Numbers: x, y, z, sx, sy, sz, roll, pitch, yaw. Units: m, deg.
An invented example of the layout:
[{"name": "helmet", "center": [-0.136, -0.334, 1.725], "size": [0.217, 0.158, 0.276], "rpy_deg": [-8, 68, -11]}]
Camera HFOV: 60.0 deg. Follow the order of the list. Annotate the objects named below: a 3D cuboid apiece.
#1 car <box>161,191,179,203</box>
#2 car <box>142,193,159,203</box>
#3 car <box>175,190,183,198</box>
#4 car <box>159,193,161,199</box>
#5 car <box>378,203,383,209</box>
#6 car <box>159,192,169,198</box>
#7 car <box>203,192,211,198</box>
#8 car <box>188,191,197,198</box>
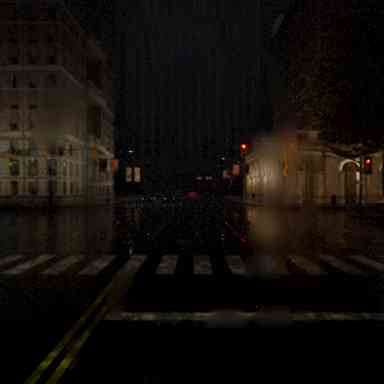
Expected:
[{"name": "car", "center": [-3.596, 0.969, 54.867], "size": [1.837, 1.490, 4.892], "rpy_deg": [0, 1, 1]}, {"name": "car", "center": [-7.098, 0.969, 54.886], "size": [1.837, 1.490, 4.892], "rpy_deg": [0, 1, 0]}, {"name": "car", "center": [-3.519, 0.899, 66.318], "size": [2.033, 1.411, 5.357], "rpy_deg": [0, 1, 1]}, {"name": "car", "center": [-6.988, 0.894, 68.499], "size": [1.994, 1.385, 4.181], "rpy_deg": [0, 1, 1]}, {"name": "car", "center": [19.347, 1.210, 29.963], "size": [4.892, 1.490, 1.837], "rpy_deg": [0, 1, 0]}, {"name": "car", "center": [-6.859, 0.699, 81.970], "size": [1.837, 1.490, 4.892], "rpy_deg": [0, 1, 1]}, {"name": "car", "center": [3.615, 0.690, 79.215], "size": [2.033, 1.411, 5.357], "rpy_deg": [0, 1, 1]}, {"name": "car", "center": [0.115, 0.506, 79.215], "size": [2.097, 1.767, 4.553], "rpy_deg": [0, 1, 1]}]
